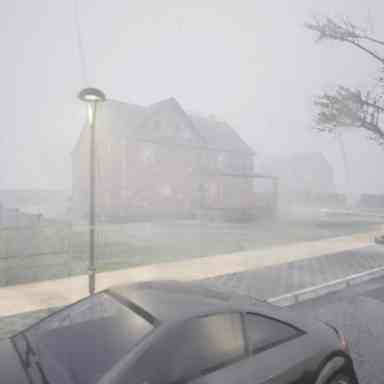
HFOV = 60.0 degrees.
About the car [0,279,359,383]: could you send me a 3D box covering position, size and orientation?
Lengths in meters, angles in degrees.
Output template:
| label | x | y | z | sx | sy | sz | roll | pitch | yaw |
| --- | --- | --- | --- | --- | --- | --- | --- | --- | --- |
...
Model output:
| label | x | y | z | sx | sy | sz | roll | pitch | yaw |
| --- | --- | --- | --- | --- | --- | --- | --- | --- | --- |
| car | -0.443 | 1.568 | 2.809 | 4.181 | 1.385 | 1.994 | 0 | 0 | -36 |
